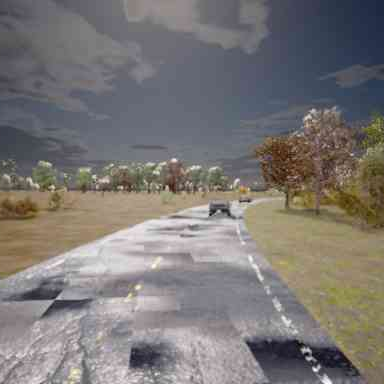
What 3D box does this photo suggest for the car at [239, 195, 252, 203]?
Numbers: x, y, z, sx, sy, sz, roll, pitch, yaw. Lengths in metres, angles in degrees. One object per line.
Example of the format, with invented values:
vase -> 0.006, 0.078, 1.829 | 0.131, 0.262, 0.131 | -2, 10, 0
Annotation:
car -> 9.989, 1.337, 61.945 | 2.163, 1.488, 4.792 | 0, 0, 17

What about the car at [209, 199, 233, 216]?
car -> 2.663, 1.448, 30.738 | 1.837, 1.490, 4.892 | 0, -1, 9
